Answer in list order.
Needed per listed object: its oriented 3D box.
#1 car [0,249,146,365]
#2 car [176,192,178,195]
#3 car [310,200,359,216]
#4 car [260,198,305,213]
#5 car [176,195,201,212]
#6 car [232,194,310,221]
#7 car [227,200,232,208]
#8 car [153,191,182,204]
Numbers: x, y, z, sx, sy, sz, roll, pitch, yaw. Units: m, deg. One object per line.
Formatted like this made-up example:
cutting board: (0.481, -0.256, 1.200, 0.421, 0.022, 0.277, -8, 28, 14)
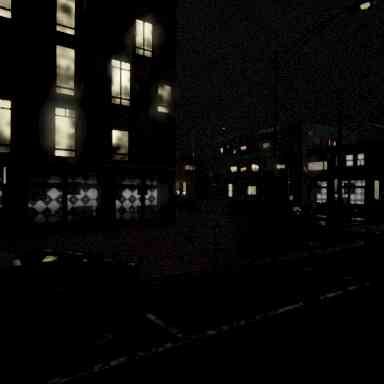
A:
car: (-2.735, 1.566, 4.603, 4.313, 1.339, 1.947, 0, 0, -36)
car: (-0.668, 1.124, 47.604, 2.008, 1.369, 4.403, 1, 0, -36)
car: (12.495, 1.394, 29.747, 1.887, 1.381, 4.507, 1, 0, -36)
car: (9.204, 1.363, 34.210, 1.802, 1.307, 4.206, 1, 0, -36)
car: (-0.833, 1.246, 33.703, 1.802, 1.307, 4.206, 1, 0, -36)
car: (5.755, 1.117, 24.774, 2.192, 1.841, 5.009, 1, 0, -36)
car: (5.915, 1.153, 38.676, 1.967, 1.590, 4.097, 1, 0, -36)
car: (-3.953, 0.816, 52.067, 2.192, 1.841, 5.009, 1, 0, -36)
